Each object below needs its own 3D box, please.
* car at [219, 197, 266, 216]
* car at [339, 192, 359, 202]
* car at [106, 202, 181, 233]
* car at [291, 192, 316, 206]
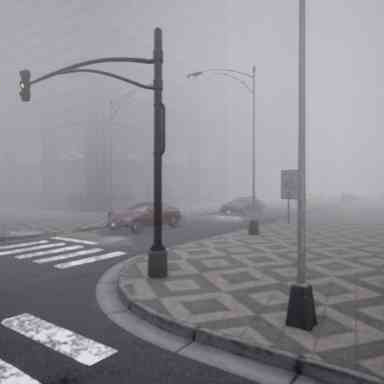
[{"bbox_3d":[4.309,1.097,27.426,2.033,1.411,5.357,0,1,36],"label":"car"},{"bbox_3d":[22.096,0.673,46.720,1.812,1.442,4.674,0,1,36],"label":"car"},{"bbox_3d":[-2.442,1.270,18.024,1.812,1.442,4.674,0,1,36],"label":"car"},{"bbox_3d":[13.515,0.775,40.197,1.882,1.535,5.008,0,1,36],"label":"car"}]
